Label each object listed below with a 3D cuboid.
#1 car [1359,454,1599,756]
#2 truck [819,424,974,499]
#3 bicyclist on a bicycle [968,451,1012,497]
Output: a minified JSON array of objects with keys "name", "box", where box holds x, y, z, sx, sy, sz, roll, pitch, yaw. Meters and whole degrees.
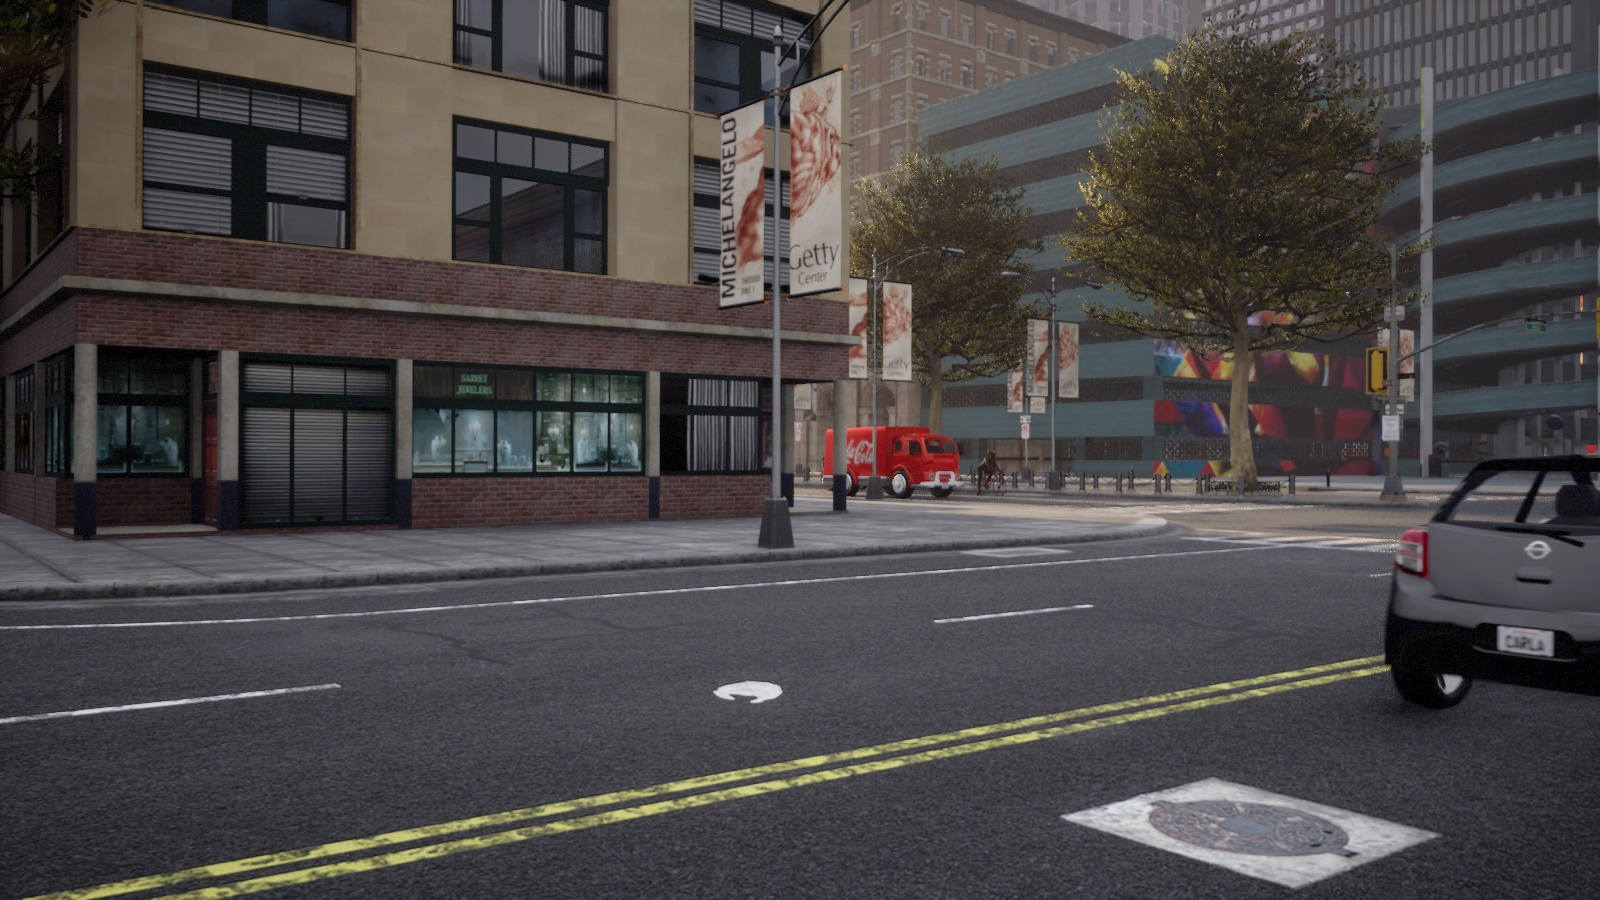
[{"name":"car","box":[5.251,0.779,7.631,3.633,1.501,1.845,0,0,-37]},{"name":"truck","box":[3.302,0.412,44.133,2.627,2.467,5.204,0,-1,-37]},{"name":"bicyclist on a bicycle","box":[6.852,0.842,45.320,0.582,1.620,1.656,0,0,-37]}]
